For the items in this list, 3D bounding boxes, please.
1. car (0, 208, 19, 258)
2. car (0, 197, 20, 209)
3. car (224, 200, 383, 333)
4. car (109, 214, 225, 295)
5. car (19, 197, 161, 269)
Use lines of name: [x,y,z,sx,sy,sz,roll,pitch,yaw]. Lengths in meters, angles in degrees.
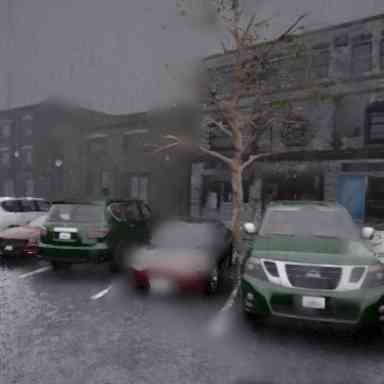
car: [-4.898,1.472,12.582,2.097,1.535,5.008,1,-1,15]
car: [-7.342,1.219,14.353,2.435,2.045,5.566,0,-1,15]
car: [2.444,1.229,7.322,2.435,2.045,5.566,1,-1,15]
car: [-0.010,1.507,9.063,2.163,1.488,4.792,1,-1,15]
car: [-2.449,1.224,10.867,2.435,2.045,5.566,0,-1,15]
